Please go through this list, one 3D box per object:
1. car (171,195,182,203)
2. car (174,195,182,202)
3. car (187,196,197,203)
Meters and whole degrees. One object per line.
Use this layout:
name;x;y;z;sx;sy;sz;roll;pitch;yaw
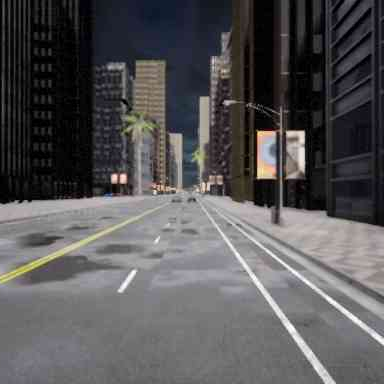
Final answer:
car;-3.259;1.591;69.296;1.994;1.385;4.181;0;0;0
car;-3.259;1.502;79.306;1.837;1.490;4.892;0;0;0
car;-0.008;1.535;68.879;1.837;1.490;4.892;0;0;0
